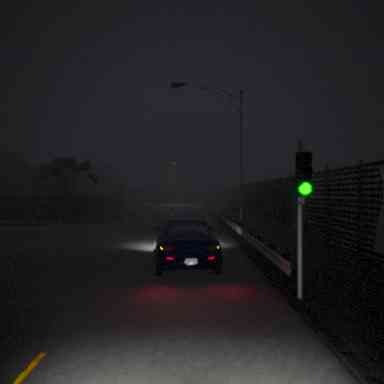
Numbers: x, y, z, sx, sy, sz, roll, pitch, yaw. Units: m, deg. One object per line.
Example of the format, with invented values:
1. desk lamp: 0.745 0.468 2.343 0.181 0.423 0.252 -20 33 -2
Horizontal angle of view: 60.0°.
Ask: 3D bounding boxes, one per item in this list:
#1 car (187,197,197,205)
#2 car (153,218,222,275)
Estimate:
1. car: 0.025 1.598 60.457 1.837 1.490 4.892 0 0 0
2. car: -0.230 1.542 10.490 1.812 1.442 4.674 0 0 -5
